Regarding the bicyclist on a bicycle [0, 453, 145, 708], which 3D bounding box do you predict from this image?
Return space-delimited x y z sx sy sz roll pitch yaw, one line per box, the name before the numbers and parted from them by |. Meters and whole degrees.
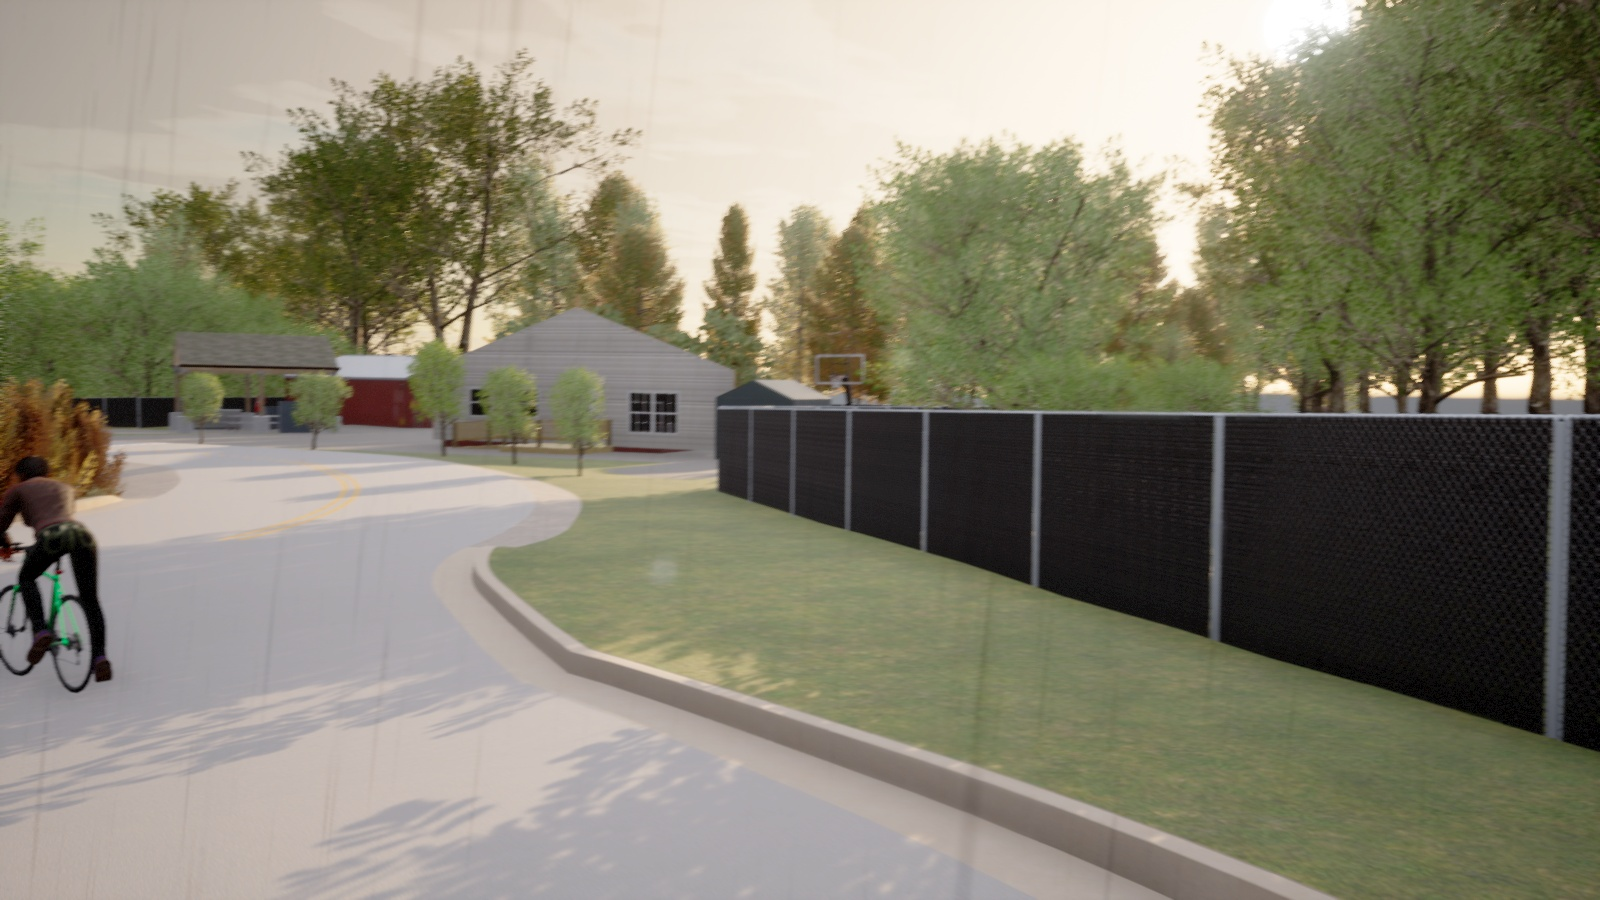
bicyclist on a bicycle | -5.287 0.842 8.819 1.656 1.620 0.582 1 1 39
